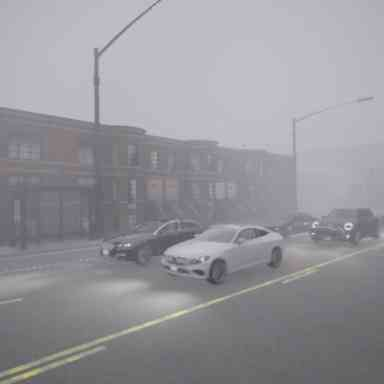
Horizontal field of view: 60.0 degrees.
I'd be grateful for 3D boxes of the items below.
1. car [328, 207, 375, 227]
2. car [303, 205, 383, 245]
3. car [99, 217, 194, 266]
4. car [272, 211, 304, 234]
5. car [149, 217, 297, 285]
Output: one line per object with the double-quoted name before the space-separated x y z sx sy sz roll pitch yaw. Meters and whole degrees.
"car" 13.023 1.961 26.942 4.718 1.301 1.895 0 -2 -44
"car" 7.904 1.587 17.002 4.553 1.767 2.097 0 -2 -45
"car" -1.167 1.779 12.960 4.902 1.511 2.128 0 -2 -45
"car" 5.821 1.871 19.863 2.033 1.411 5.357 -2 -2 45
"car" 1.182 1.726 10.376 4.674 1.442 1.812 0 -2 -44
